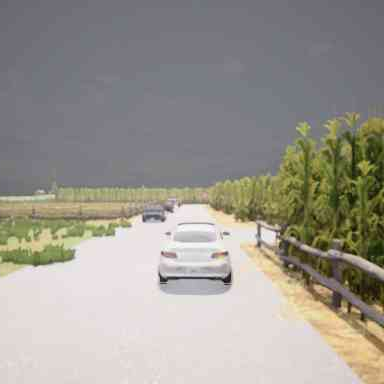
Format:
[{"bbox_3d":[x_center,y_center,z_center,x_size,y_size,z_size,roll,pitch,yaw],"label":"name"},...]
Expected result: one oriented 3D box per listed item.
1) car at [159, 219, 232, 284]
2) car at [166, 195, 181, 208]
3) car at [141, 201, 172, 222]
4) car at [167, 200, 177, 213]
[{"bbox_3d":[0.150,1.608,9.758,1.812,1.442,4.674,0,0,3],"label":"car"},{"bbox_3d":[-3.084,1.501,56.523,2.150,2.045,5.566,0,0,0],"label":"car"},{"bbox_3d":[-3.159,1.788,28.857,2.033,1.411,5.357,0,0,-1],"label":"car"},{"bbox_3d":[-3.183,1.943,41.125,1.895,1.301,4.718,0,0,0],"label":"car"}]
